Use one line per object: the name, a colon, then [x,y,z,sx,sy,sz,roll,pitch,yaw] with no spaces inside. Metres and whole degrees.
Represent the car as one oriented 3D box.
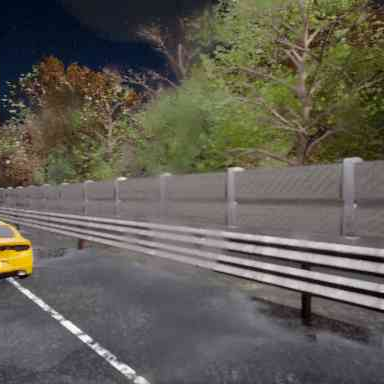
car: [-6.109,1.570,9.503,1.882,1.535,5.008,-1,0,-41]
